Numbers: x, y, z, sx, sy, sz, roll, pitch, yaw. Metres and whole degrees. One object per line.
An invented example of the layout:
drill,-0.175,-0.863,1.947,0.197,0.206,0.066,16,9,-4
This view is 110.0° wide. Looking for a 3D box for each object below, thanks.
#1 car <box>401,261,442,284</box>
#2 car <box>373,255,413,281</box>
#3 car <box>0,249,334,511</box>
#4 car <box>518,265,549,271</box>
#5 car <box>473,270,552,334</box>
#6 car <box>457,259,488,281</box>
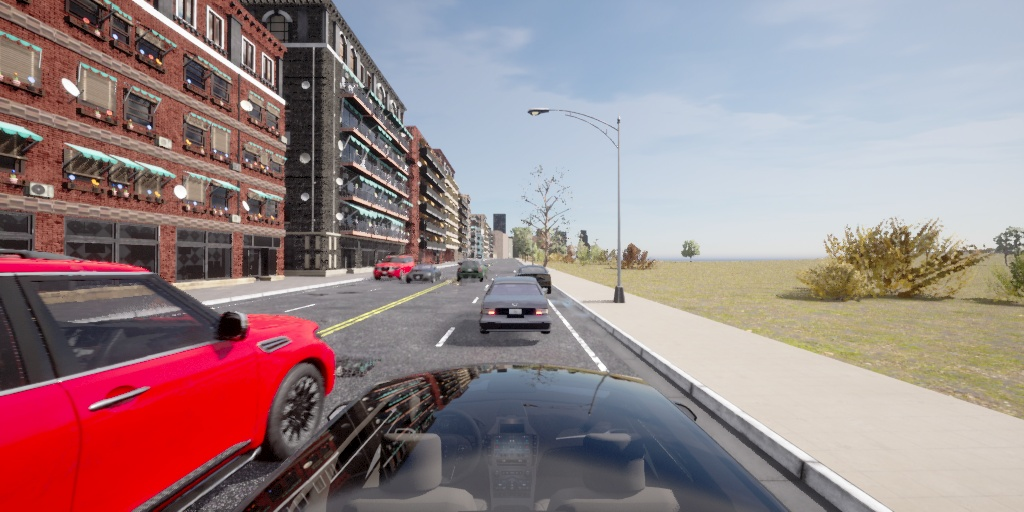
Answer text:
car,-6.627,1.316,27.215,1.994,1.385,4.181,0,0,0
car,-9.880,0.973,30.586,2.150,2.045,5.566,0,0,0
car,-3.153,0.969,1.829,2.150,2.045,5.566,0,0,0
car,1.118,1.230,20.350,1.882,1.535,5.008,0,0,0
car,0.093,1.299,10.586,2.033,1.411,5.357,0,0,0
car,-3.187,1.106,29.848,2.097,1.767,4.553,0,0,2
